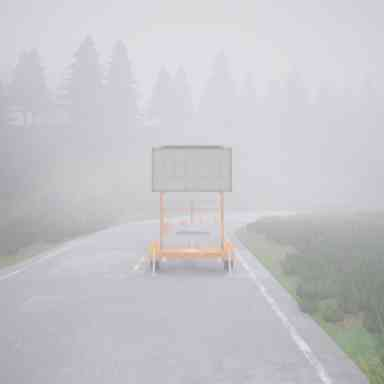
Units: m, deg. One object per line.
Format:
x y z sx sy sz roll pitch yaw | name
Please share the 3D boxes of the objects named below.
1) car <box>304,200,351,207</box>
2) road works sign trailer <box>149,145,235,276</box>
14.458 1.577 35.552 5.008 1.535 1.882 5 -2 -11 | car
-0.005 0.397 10.078 2.380 3.560 2.880 0 0 0 | road works sign trailer
